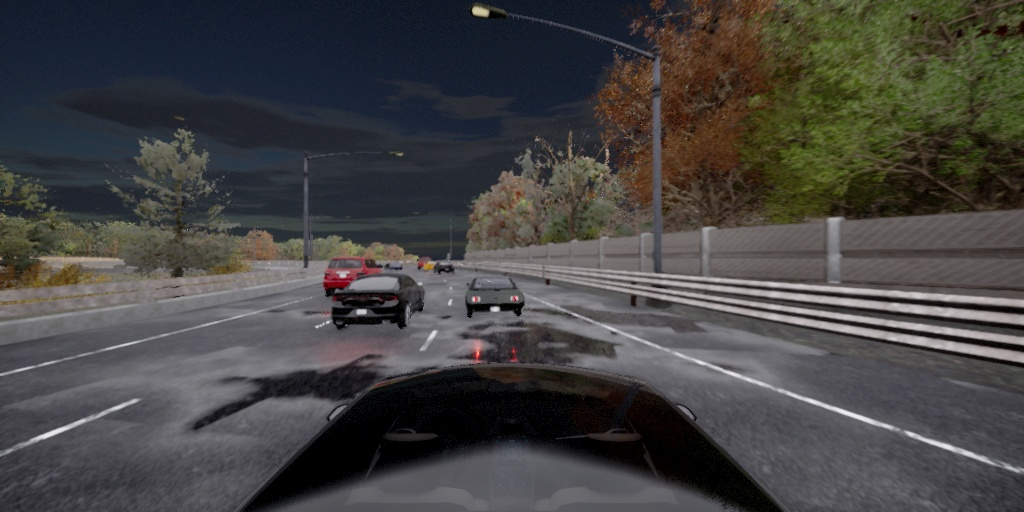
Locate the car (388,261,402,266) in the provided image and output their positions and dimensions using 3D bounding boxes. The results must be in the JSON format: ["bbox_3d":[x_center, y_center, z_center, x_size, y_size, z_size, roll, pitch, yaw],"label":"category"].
[{"bbox_3d":[-18.955,1.556,57.384,1.994,1.385,4.181,0,0,-33],"label":"car"}]

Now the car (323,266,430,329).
[{"bbox_3d":[-4.030,1.274,11.555,1.882,1.535,5.008,0,0,-5],"label":"car"}]

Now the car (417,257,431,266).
[{"bbox_3d":[-14.149,1.188,58.537,2.150,2.045,5.566,0,0,-18],"label":"car"}]

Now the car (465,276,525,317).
[{"bbox_3d":[-0.772,1.385,13.447,1.895,1.301,4.718,0,0,-6],"label":"car"}]

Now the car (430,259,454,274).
[{"bbox_3d":[-8.263,1.377,43.198,1.882,1.535,5.008,0,0,-21],"label":"car"}]

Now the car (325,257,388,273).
[{"bbox_3d":[-8.729,1.064,20.175,2.150,2.045,5.566,0,0,-10],"label":"car"}]

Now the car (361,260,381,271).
[{"bbox_3d":[-21.972,1.481,55.609,1.882,1.535,5.008,0,0,-33],"label":"car"}]

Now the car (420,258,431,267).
[{"bbox_3d":[-11.496,1.415,51.451,1.882,1.535,5.008,0,0,-21],"label":"car"}]
